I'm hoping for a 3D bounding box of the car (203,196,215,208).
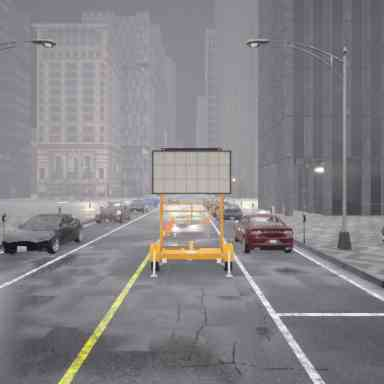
[{"bbox_3d":[2.716,1.509,41.862,1.752,1.417,4.829,0,0,0],"label":"car"}]

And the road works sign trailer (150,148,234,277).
[{"bbox_3d":[-0.010,0.463,10.221,2.380,3.560,2.880,0,0,0],"label":"road works sign trailer"}]

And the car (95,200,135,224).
[{"bbox_3d":[-5.791,1.435,24.758,1.967,1.590,4.097,0,0,0],"label":"car"}]

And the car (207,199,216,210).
[{"bbox_3d":[2.729,1.558,30.410,1.947,1.339,4.313,0,0,0],"label":"car"}]

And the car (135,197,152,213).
[{"bbox_3d":[-5.803,1.554,36.041,1.947,1.339,4.313,0,0,0],"label":"car"}]

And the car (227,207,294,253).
[{"bbox_3d":[2.747,1.543,13.488,1.887,1.381,4.507,0,0,0],"label":"car"}]

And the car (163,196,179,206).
[{"bbox_3d":[-3.057,1.519,54.599,2.033,1.411,5.357,0,0,0],"label":"car"}]

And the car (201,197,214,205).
[{"bbox_3d":[2.699,1.518,58.615,2.008,1.369,4.403,0,0,0],"label":"car"}]

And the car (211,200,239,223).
[{"bbox_3d":[2.735,1.546,24.770,2.008,1.369,4.403,0,0,0],"label":"car"}]

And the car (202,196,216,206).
[{"bbox_3d":[2.704,1.414,52.974,1.967,1.590,4.097,0,0,0],"label":"car"}]

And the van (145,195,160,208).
[{"bbox_3d":[-5.815,1.320,47.322,1.690,1.788,3.998,0,0,0],"label":"van"}]

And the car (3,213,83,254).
[{"bbox_3d":[-5.779,1.564,13.476,1.947,1.339,4.313,0,0,0],"label":"car"}]
